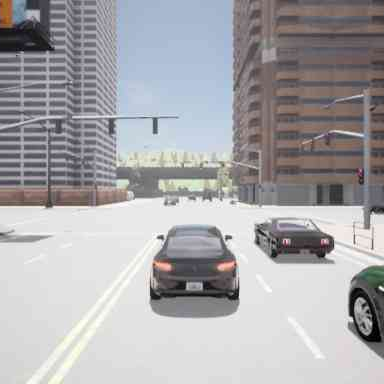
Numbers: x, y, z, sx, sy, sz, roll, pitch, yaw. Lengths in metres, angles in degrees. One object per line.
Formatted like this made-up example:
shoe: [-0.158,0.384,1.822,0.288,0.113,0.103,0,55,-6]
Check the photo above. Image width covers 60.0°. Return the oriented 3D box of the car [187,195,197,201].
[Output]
car: [0.014,1.395,77.292,1.837,1.490,4.892,0,0,0]

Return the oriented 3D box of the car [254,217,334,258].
car: [3.605,1.596,12.702,1.895,1.301,4.718,0,0,1]

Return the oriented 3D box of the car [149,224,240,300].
car: [0.062,1.522,8.249,1.812,1.442,4.674,0,0,0]

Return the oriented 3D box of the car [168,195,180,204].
car: [-3.521,1.466,66.442,2.128,1.511,4.902,0,0,1]

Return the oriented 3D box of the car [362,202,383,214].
car: [19.963,1.587,33.724,4.718,1.301,1.895,0,0,1]

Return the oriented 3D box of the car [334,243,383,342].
car: [3.601,1.351,3.617,2.097,1.767,4.553,0,0,0]

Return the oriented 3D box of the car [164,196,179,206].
car: [-3.590,1.470,54.818,2.128,1.511,4.902,0,0,-1]

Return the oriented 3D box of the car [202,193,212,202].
car: [3.514,1.194,78.002,2.150,2.045,5.566,0,0,0]
